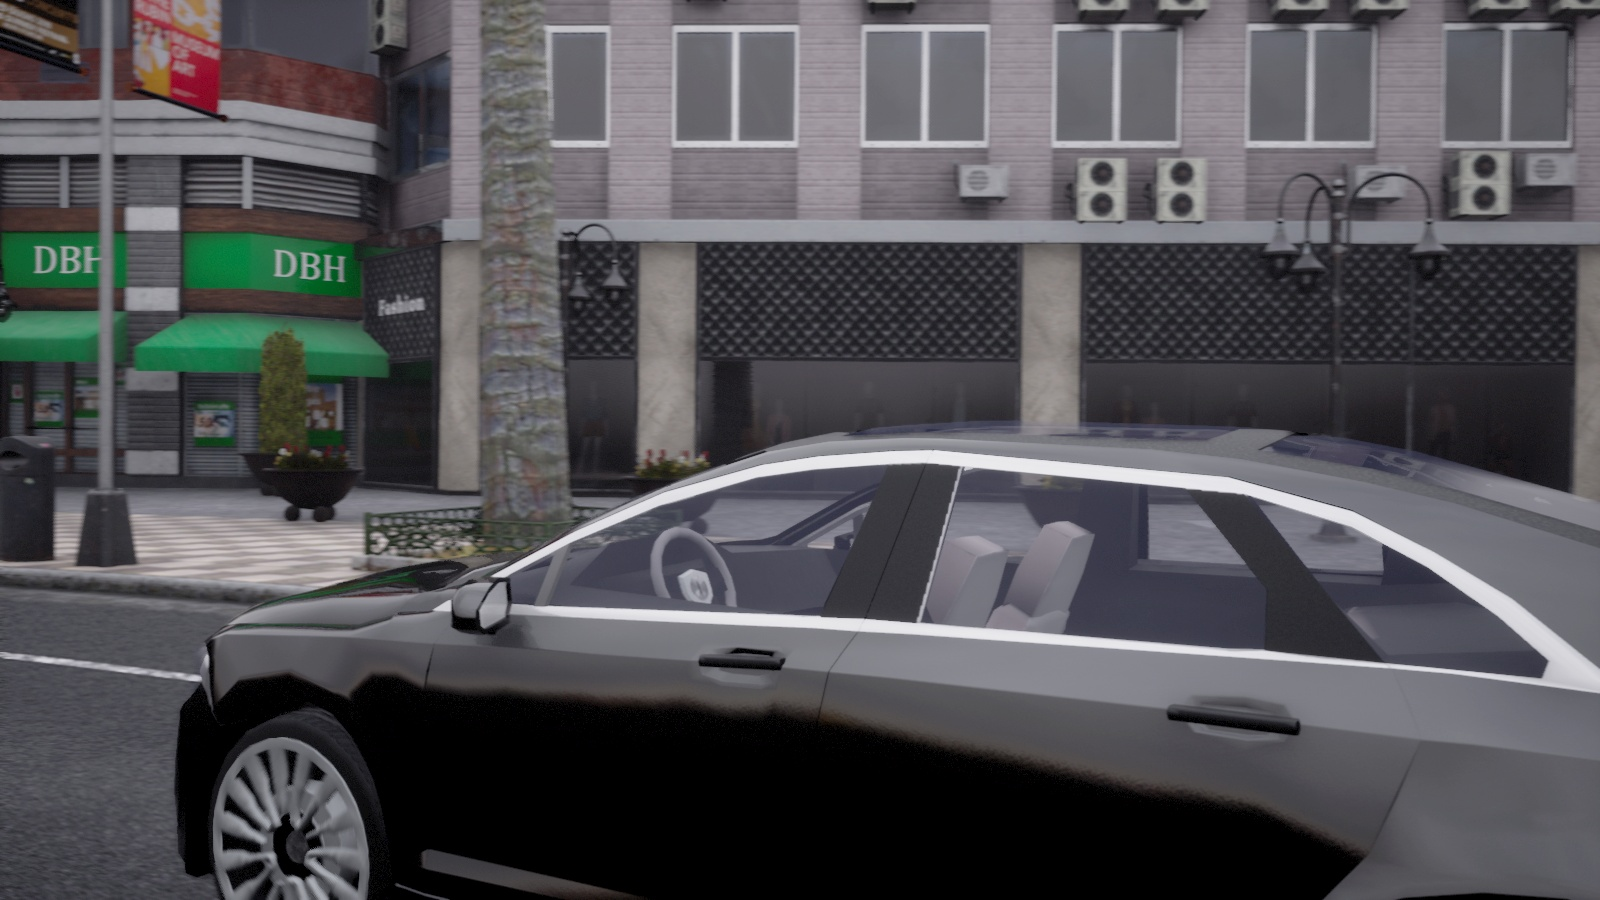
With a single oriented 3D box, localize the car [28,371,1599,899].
[{"bbox_3d":[0.388,0.636,3.298,4.902,1.511,2.128,0,1,32],"label":"car"}]
